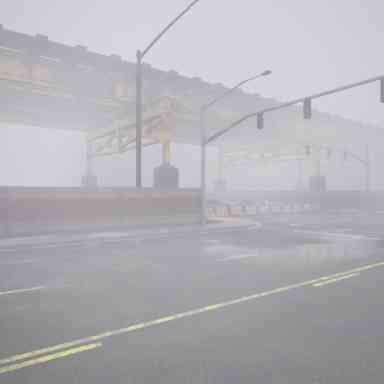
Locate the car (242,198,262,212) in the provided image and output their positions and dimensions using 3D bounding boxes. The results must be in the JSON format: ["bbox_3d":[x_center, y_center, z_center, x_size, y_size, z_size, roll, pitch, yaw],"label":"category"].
[{"bbox_3d":[6.084,1.453,36.393,2.038,1.542,4.974,0,0,18],"label":"car"}]

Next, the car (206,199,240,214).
[{"bbox_3d":[2.288,1.295,33.715,4.536,1.218,1.853,0,0,8],"label":"car"}]

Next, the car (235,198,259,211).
[{"bbox_3d":[6.100,1.295,36.442,1.853,1.218,4.536,0,0,18],"label":"car"}]

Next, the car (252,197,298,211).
[{"bbox_3d":[9.995,1.453,40.152,4.974,1.542,2.038,0,0,-7],"label":"car"}]

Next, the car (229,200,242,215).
[{"bbox_3d":[2.339,1.453,33.708,4.974,1.542,2.038,0,0,8],"label":"car"}]

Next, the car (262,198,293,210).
[{"bbox_3d":[9.944,1.295,40.145,4.536,1.218,1.853,0,0,-7],"label":"car"}]
